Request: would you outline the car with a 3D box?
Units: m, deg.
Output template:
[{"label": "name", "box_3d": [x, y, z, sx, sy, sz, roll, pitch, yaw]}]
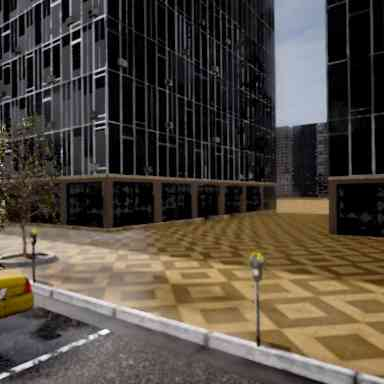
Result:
[{"label": "car", "box_3d": [-4.949, 1.576, 6.395, 4.829, 1.417, 1.752, 0, -1, 35]}]
